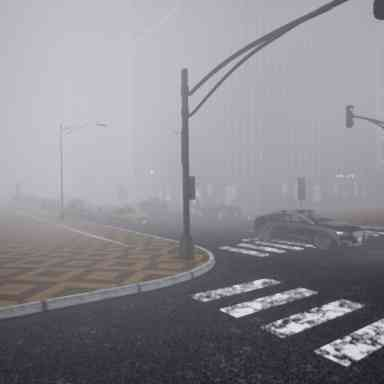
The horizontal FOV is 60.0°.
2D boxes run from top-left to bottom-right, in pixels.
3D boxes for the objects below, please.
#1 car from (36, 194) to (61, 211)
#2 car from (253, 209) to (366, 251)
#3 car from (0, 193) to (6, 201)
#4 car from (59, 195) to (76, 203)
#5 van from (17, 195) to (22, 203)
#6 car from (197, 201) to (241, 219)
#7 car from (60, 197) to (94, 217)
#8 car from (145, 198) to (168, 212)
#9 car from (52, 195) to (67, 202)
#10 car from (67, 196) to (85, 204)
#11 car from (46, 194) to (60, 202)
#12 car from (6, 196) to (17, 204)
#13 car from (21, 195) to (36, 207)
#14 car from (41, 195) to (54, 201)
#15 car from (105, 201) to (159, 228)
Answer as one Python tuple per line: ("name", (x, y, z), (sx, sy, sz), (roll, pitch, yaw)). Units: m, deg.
("car", (-17.306, 1.426, 40.850), (1.967, 1.590, 4.097), (-1, 1, -36))
("car", (4.823, 1.500, 14.384), (2.128, 1.511, 4.902), (0, 0, -36))
("car", (-46.437, 1.446, 81.503), (1.887, 1.381, 4.507), (-1, 1, -36))
("car", (-23.848, 1.380, 63.509), (2.008, 1.369, 4.403), (-1, 1, -36))
("van", (-27.018, 1.300, 54.400), (1.690, 1.788, 3.998), (-1, 1, -36))
("car", (2.153, 1.450, 27.449), (2.008, 1.369, 4.403), (-1, 1, -36))
("car", (-10.781, 1.531, 31.646), (1.752, 1.417, 4.829), (-1, 1, -36))
("car", (-4.381, 1.323, 36.442), (1.967, 1.590, 4.097), (-1, 1, -36))
("car", (-27.085, 1.402, 68.026), (1.802, 1.307, 4.206), (-1, 1, -36))
("car", (-20.611, 1.384, 58.992), (1.887, 1.381, 4.507), (-1, 1, -36))
("car", (-30.323, 1.251, 72.541), (1.967, 1.590, 4.097), (-1, 1, -36))
("car", (-33.490, 1.491, 63.436), (2.008, 1.369, 4.403), (-1, 1, -36))
("car", (-23.780, 1.408, 49.884), (1.967, 1.590, 4.097), (-1, 1, -36))
("car", (-33.658, 1.326, 77.197), (1.752, 1.417, 4.829), (-1, 1, -36))
("car", (-4.364, 1.549, 22.570), (1.752, 1.417, 4.829), (-1, 1, -36))
